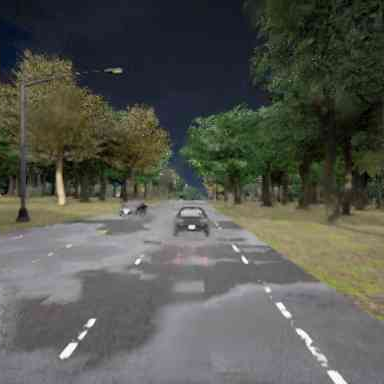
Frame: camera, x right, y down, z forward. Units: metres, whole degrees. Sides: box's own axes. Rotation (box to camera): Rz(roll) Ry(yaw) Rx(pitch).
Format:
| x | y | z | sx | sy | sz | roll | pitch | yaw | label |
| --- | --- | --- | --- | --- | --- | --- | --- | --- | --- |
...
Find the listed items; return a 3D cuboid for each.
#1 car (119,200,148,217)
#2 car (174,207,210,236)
| x | y | z | sx | sy | sz | roll | pitch | yaw | label |
| --- | --- | --- | --- | --- | --- | --- | --- | --- | --- |
| -5.570 | 1.550 | 32.114 | 2.128 | 1.511 | 4.902 | 0 | 0 | 7 | car |
| -0.014 | 1.545 | 18.462 | 1.812 | 1.442 | 4.674 | 0 | 0 | 0 | car |
